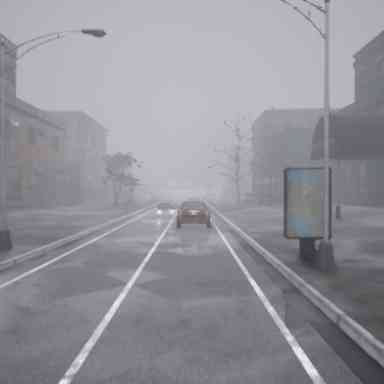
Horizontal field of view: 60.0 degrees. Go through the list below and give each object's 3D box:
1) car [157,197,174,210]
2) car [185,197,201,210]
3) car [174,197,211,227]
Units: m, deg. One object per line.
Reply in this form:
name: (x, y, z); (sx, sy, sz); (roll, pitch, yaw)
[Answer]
car: (-3.086, 1.368, 40.316); (1.812, 1.442, 4.674); (0, 0, 0)
car: (0.101, 1.346, 40.430); (1.837, 1.490, 4.892); (0, 0, 0)
car: (0.100, 1.281, 22.002); (2.097, 1.767, 4.553); (0, 0, 0)
